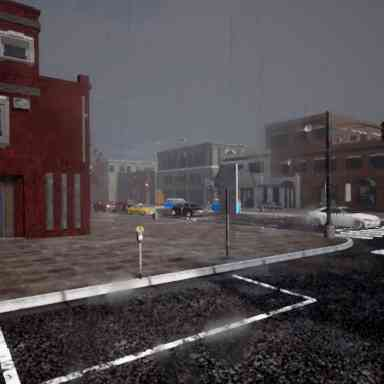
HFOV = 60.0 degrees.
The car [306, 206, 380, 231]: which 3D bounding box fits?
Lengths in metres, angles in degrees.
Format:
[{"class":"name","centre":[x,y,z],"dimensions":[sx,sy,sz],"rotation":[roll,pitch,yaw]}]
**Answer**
[{"class":"car","centre":[9.919,1.690,22.208],"dimensions":[1.812,1.442,4.674],"rotation":[-1,0,-39]}]

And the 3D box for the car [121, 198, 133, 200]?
[{"class":"car","centre":[-12.639,2.080,62.531],"dimensions":[2.192,1.841,5.009],"rotation":[-2,0,-36]}]

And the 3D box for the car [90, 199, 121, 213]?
[{"class":"car","centre":[-12.735,1.998,48.501],"dimensions":[2.192,1.841,5.009],"rotation":[-2,0,-36]}]

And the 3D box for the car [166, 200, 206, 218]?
[{"class":"car","centre":[-0.503,1.920,36.104],"dimensions":[1.837,1.490,4.892],"rotation":[-1,-1,-36]}]

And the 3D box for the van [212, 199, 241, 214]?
[{"class":"van","centre":[4.040,1.703,39.672],"dimensions":[1.690,1.788,3.998],"rotation":[-2,0,-36]}]

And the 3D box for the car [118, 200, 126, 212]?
[{"class":"car","centre":[-8.311,2.164,46.847],"dimensions":[1.994,1.385,4.181],"rotation":[-1,0,-36]}]

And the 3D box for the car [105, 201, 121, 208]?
[{"class":"car","centre":[-15.968,2.428,67.102],"dimensions":[1.802,1.307,4.206],"rotation":[-2,0,-36]}]

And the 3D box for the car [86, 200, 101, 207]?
[{"class":"car","centre":[-22.640,2.590,76.246],"dimensions":[1.802,1.307,4.206],"rotation":[-2,0,-36]}]

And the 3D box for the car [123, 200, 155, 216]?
[{"class":"car","centre":[-5.957,2.044,39.221],"dimensions":[1.752,1.417,4.829],"rotation":[-2,0,-36]}]

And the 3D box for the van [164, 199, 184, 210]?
[{"class":"van","centre":[-2.631,1.864,48.814],"dimensions":[1.690,1.788,3.998],"rotation":[-2,0,-36]}]
